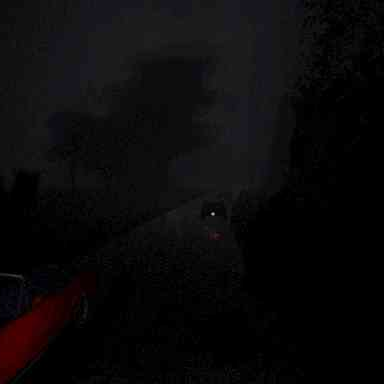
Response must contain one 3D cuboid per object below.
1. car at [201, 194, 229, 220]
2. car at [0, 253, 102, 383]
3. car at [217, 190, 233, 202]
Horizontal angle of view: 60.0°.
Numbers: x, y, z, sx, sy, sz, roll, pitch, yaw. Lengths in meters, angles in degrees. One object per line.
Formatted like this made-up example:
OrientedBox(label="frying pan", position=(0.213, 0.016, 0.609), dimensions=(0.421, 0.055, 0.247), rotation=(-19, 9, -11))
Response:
OrientedBox(label="car", position=(1.716, 1.204, 25.313), dimensions=(1.837, 1.490, 4.892), rotation=(0, 1, 6))
OrientedBox(label="car", position=(-2.727, 1.585, 4.179), dimensions=(1.895, 1.301, 4.718), rotation=(0, 0, 2))
OrientedBox(label="car", position=(4.196, 0.444, 42.664), dimensions=(2.128, 1.511, 4.902), rotation=(1, 3, 9))
